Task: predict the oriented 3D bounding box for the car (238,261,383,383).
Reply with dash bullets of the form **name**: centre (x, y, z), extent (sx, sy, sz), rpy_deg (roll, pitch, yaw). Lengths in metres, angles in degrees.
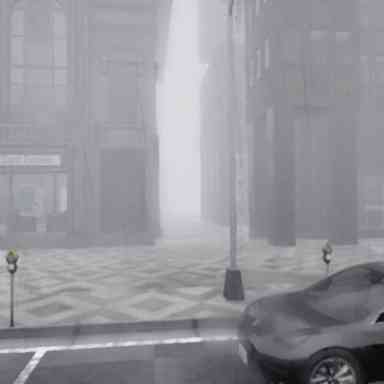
- **car**: centre (2.808, 1.668, 4.513), extent (4.313, 1.339, 1.947), rpy_deg (0, -2, -7)
